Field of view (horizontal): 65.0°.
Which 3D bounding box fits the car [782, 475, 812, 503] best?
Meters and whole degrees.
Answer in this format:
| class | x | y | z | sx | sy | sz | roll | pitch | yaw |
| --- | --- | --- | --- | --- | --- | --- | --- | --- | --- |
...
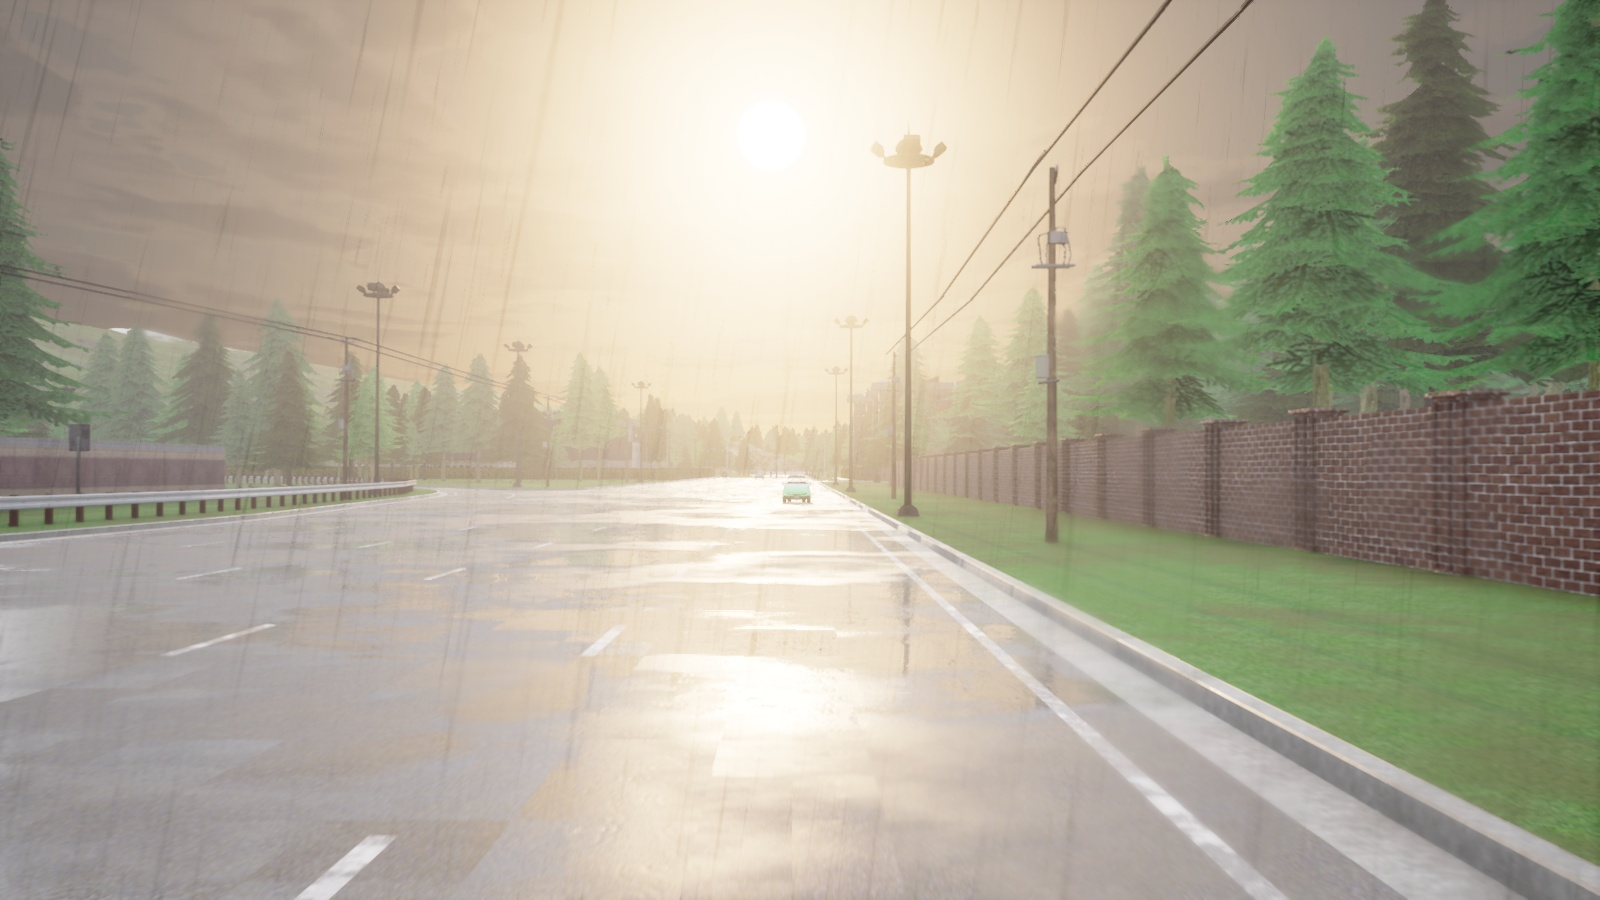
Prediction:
| class | x | y | z | sx | sy | sz | roll | pitch | yaw |
| --- | --- | --- | --- | --- | --- | --- | --- | --- | --- |
| car | -0.149 | 1.911 | 62.172 | 1.481 | 1.376 | 2.207 | 0 | -1 | 0 |
